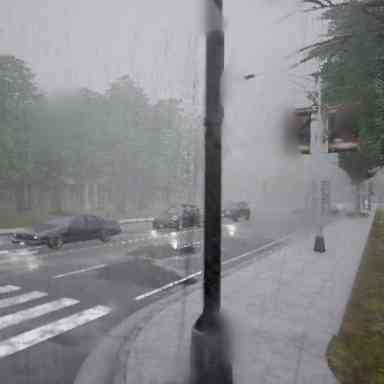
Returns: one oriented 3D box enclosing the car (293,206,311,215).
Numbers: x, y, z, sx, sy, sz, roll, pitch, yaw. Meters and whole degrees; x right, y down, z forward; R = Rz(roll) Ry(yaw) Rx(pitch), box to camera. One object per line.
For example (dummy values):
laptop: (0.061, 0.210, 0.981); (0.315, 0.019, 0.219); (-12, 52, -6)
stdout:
car: (15.882, 2.642, 47.604); (1.895, 1.301, 4.718); (0, -1, 29)

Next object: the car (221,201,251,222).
car: (4.236, 1.901, 33.954); (2.150, 2.045, 5.566); (0, -1, 29)

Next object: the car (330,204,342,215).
car: (20.155, 2.647, 48.567); (2.033, 1.411, 5.357); (0, -1, 30)

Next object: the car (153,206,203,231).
car: (-0.929, 1.816, 24.788); (2.097, 1.767, 4.553); (0, -1, 29)

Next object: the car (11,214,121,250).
car: (-5.781, 1.810, 16.183); (2.033, 1.411, 5.357); (0, -1, 29)

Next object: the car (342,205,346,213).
car: (25.982, 2.872, 58.899); (1.812, 1.442, 4.674); (0, -1, 30)
